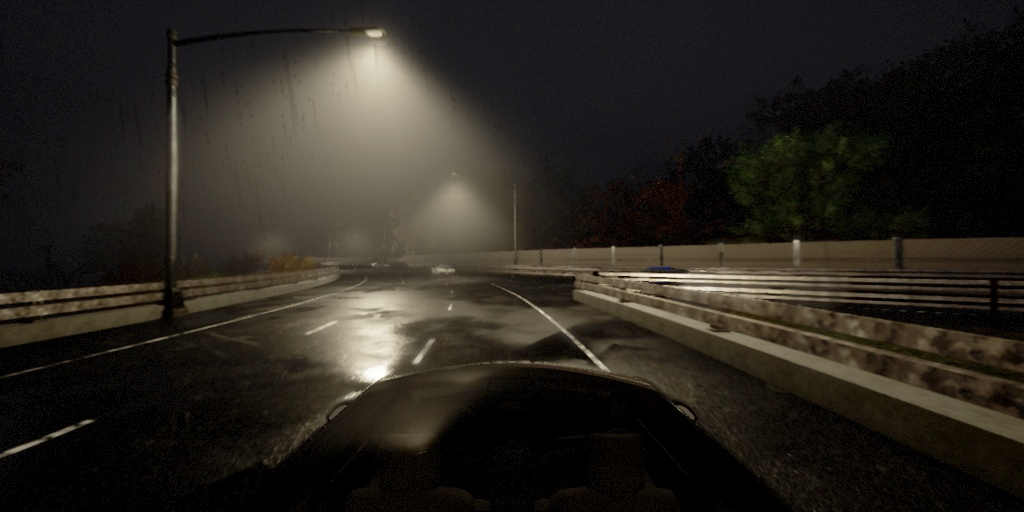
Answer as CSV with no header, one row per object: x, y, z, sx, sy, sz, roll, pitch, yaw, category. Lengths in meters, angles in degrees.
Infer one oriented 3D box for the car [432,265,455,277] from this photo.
-8.485,1.805,43.854,1.895,1.301,4.718,0,-1,-25,car

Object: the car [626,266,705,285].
8.250,1.367,20.599,5.008,1.535,1.882,-2,-1,43,car
